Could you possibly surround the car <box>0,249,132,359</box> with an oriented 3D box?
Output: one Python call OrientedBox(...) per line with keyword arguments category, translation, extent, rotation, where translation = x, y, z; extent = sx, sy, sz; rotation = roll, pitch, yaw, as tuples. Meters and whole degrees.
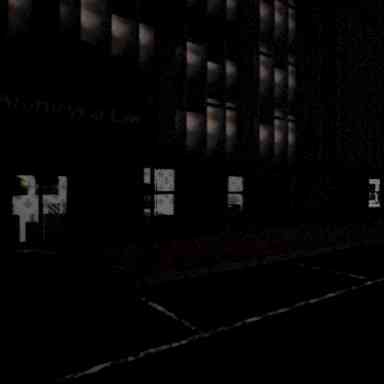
OrientedBox(category="car", translation=(-2.958, 1.566, 4.625), extent=(4.313, 1.339, 1.947), rotation=(0, 0, -35))
